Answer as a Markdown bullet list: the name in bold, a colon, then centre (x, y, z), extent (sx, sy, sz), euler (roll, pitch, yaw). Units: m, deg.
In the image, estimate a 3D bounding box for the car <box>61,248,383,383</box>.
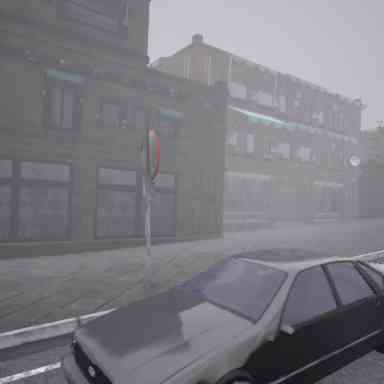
- **car**: centre (1.187, 1.547, 4.534), extent (5.357, 1.411, 2.033), euler (0, 0, -36)
